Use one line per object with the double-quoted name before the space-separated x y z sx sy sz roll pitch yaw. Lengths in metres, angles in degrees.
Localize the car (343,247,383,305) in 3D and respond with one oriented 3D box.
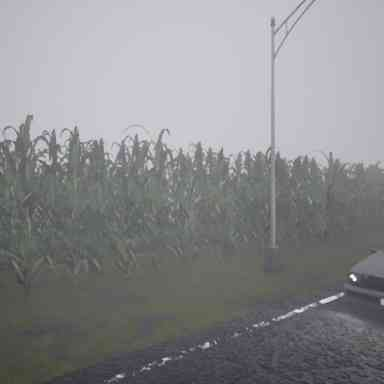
"car" 5.520 1.549 7.413 5.357 1.411 2.033 0 0 -38
